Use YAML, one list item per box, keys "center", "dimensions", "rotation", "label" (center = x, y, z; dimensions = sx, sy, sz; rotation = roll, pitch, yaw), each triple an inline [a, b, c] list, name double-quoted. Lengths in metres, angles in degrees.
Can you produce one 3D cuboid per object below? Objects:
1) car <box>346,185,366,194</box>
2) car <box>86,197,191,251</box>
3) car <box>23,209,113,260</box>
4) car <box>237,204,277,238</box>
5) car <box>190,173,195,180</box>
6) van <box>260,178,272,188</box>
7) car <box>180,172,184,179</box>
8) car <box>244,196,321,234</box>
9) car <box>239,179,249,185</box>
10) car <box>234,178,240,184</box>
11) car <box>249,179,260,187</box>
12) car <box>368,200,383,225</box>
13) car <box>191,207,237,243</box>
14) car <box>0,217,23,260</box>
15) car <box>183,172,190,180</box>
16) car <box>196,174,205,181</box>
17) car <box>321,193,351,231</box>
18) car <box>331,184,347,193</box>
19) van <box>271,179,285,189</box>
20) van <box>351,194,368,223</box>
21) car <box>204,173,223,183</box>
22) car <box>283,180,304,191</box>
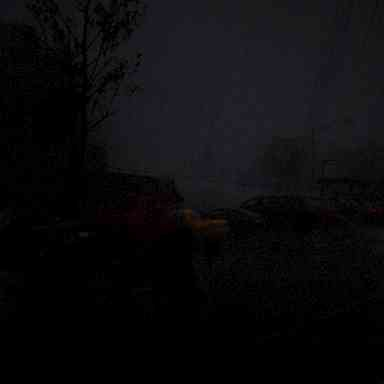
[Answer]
- center: [26.596, 0.135, 53.130]
  dimensions: [2.002, 1.452, 4.674]
  rotation: [7, 3, 35]
  label: "car"
- center: [-3.129, 1.247, 14.315]
  dimensions: [5.566, 2.045, 2.435]
  rotation: [-1, -1, 35]
  label: "car"
- center: [-5.575, 1.523, 12.571]
  dimensions: [4.792, 1.488, 2.163]
  rotation: [-1, -1, 35]
  label: "car"
- center: [1.799, 1.548, 17.767]
  dimensions: [4.674, 1.452, 2.002]
  rotation: [-1, -1, 35]
  label: "car"
- center: [2.325, -3.851, 87.584]
  dimensions: [2.185, 1.767, 4.553]
  rotation: [6, 3, 34]
  label: "car"
- center: [16.214, -1.765, 67.827]
  dimensions: [1.878, 1.987, 4.442]
  rotation: [7, 4, 35]
  label: "van"
- center: [-1.174, -4.363, 92.403]
  dimensions: [2.435, 2.045, 5.566]
  rotation: [1, -1, 34]
  label: "car"
- center: [4.227, 1.262, 19.524]
  dimensions: [5.566, 2.045, 2.435]
  rotation: [-1, -1, 35]
  label: "car"
- center: [12.811, -2.045, 72.880]
  dimensions: [2.002, 1.452, 4.674]
  rotation: [7, 4, 35]
  label: "car"
- center: [11.069, -2.318, 75.343]
  dimensions: [2.002, 1.452, 4.674]
  rotation: [7, 3, 35]
  label: "car"
- center: [14.641, -1.813, 70.559]
  dimensions: [1.946, 1.575, 5.366]
  rotation: [7, 3, 35]
  label: "car"
- center: [11.691, 1.402, 24.645]
  dimensions: [4.553, 1.767, 2.185]
  rotation: [-1, -1, 35]
  label: "car"
- center: [-0.809, 1.502, 16.141]
  dimensions: [5.366, 1.575, 1.946]
  rotation: [-1, -1, 35]
  label: "car"
- center: [-7.996, 1.493, 10.826]
  dimensions: [4.892, 1.521, 2.231]
  rotation: [-1, -1, 35]
  label: "car"
- center: [0.597, -4.086, 90.055]
  dimensions: [2.185, 1.767, 4.553]
  rotation: [4, 1, 33]
  label: "car"
- center: [4.118, -3.700, 85.117]
  dimensions: [2.435, 2.045, 5.566]
  rotation: [7, 3, 34]
  label: "car"
- center: [6.741, 1.266, 21.227]
  dimensions: [5.566, 2.045, 2.435]
  rotation: [-1, -1, 35]
  label: "car"
- center: [24.906, -0.427, 55.603]
  dimensions: [2.435, 2.045, 5.566]
  rotation: [7, 3, 35]
  label: "car"
- center: [17.941, -1.492, 65.355]
  dimensions: [1.878, 1.987, 4.442]
  rotation: [7, 4, 35]
  label: "van"
- center: [9.281, 1.296, 22.896]
  dimensions: [4.442, 1.987, 1.878]
  rotation: [-1, -1, 35]
  label: "van"
- center: [5.968, -3.177, 82.856]
  dimensions: [1.946, 1.575, 5.366]
  rotation: [7, 3, 34]
  label: "car"
- center: [19.700, -0.994, 62.991]
  dimensions: [2.231, 1.521, 4.892]
  rotation: [7, 3, 35]
  label: "car"
